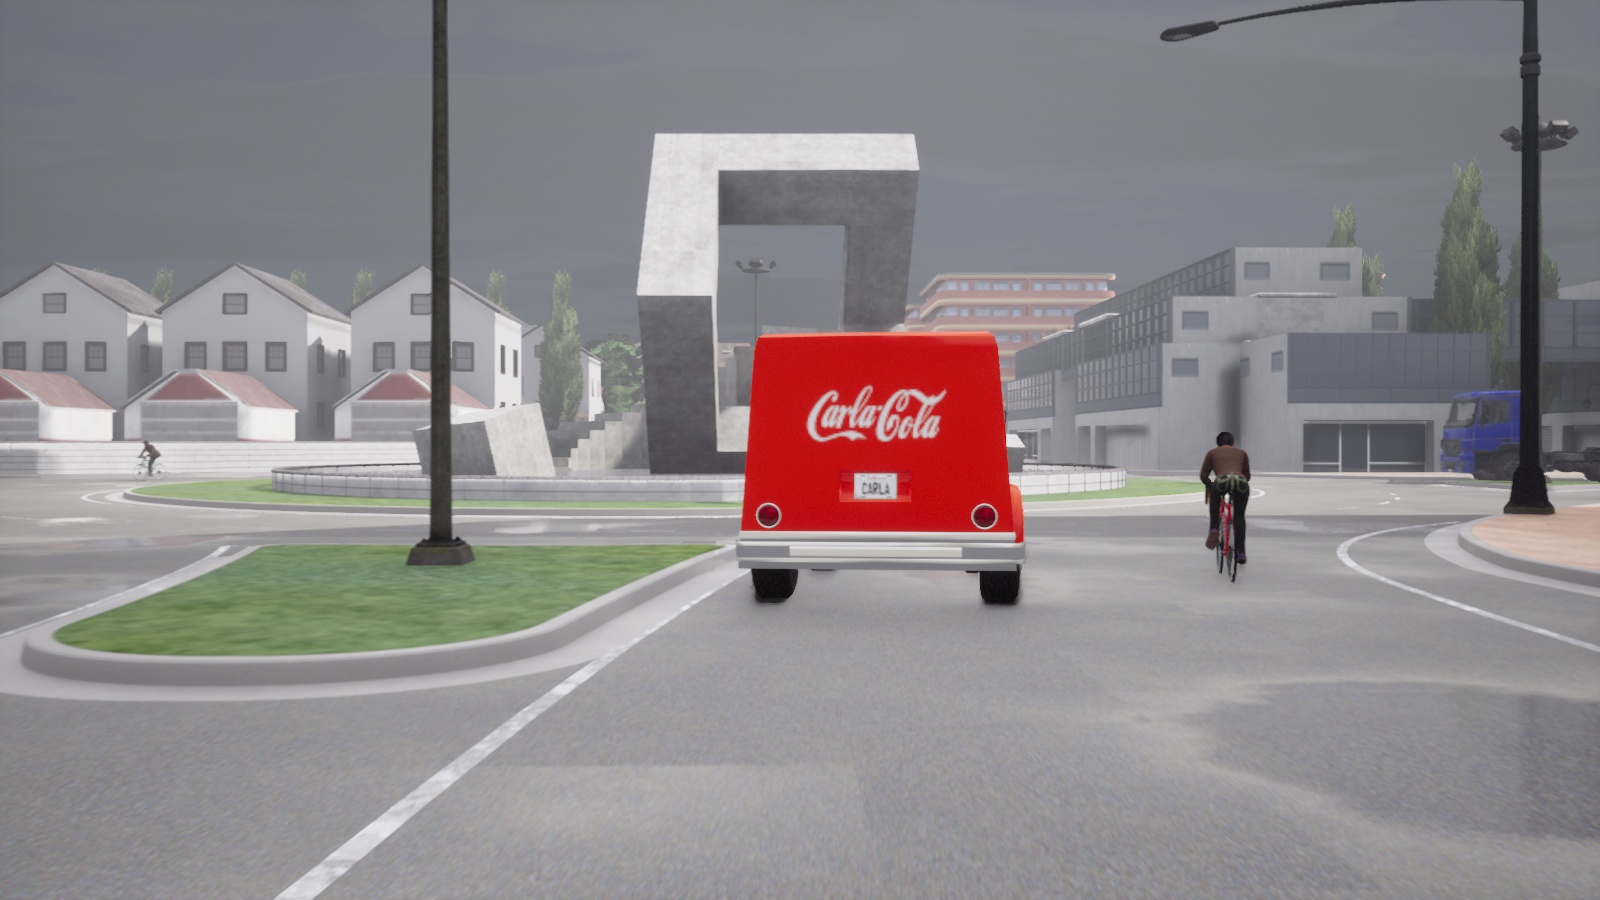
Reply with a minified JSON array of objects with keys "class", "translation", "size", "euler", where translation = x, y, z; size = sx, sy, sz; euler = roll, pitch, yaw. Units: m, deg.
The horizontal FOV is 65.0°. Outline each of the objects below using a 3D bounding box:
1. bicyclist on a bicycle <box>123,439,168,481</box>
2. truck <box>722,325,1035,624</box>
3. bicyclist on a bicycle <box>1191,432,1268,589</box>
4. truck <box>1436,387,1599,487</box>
[{"class":"bicyclist on a bicycle","translation":[-25.794,0.389,49.508],"size":[0.582,1.620,1.656],"euler":[1,1,19]},{"class":"truck","translation":[0.982,0.187,13.114],"size":[2.627,2.467,5.204],"euler":[0,0,8]},{"class":"bicyclist on a bicycle","translation":[4.722,0.626,13.897],"size":[0.582,1.620,1.656],"euler":[1,0,12]},{"class":"truck","translation":[27.611,-0.457,45.182],"size":[7.936,3.462,2.891],"euler":[0,0,11]}]
